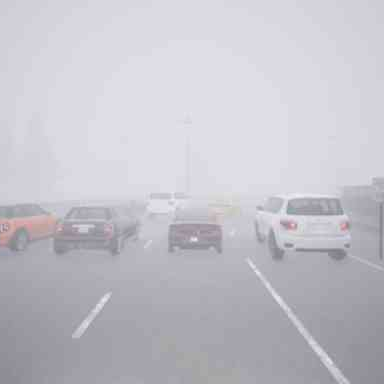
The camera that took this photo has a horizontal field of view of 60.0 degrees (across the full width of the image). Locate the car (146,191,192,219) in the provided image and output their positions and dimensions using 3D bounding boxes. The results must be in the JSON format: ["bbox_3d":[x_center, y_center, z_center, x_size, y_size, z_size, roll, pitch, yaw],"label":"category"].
[{"bbox_3d":[-1.492,0.898,24.948,2.150,2.045,5.566,0,1,17],"label":"car"}]

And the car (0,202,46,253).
[{"bbox_3d":[-6.799,1.180,13.083,2.097,1.767,4.553,0,1,3],"label":"car"}]

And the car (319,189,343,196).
[{"bbox_3d":[34.050,0.181,81.375,4.902,1.511,2.128,-1,1,-7],"label":"car"}]

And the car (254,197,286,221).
[{"bbox_3d":[6.029,1.197,25.247,1.812,1.442,4.674,0,1,20],"label":"car"}]

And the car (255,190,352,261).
[{"bbox_3d":[3.617,1.065,11.794,2.150,2.045,5.566,0,1,3],"label":"car"}]

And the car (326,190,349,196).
[{"bbox_3d":[33.992,0.302,77.850,4.718,1.301,1.895,-1,1,-7],"label":"car"}]

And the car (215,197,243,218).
[{"bbox_3d":[2.747,1.134,26.424,1.882,1.535,5.008,0,1,20],"label":"car"}]

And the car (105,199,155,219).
[{"bbox_3d":[-4.741,1.260,26.195,1.895,1.301,4.718,0,1,18],"label":"car"}]

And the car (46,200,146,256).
[{"bbox_3d":[-3.325,1.187,12.572,2.097,1.767,4.553,0,1,2],"label":"car"}]

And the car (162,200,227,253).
[{"bbox_3d":[0.185,1.308,12.968,1.882,1.535,5.008,0,1,3],"label":"car"}]
